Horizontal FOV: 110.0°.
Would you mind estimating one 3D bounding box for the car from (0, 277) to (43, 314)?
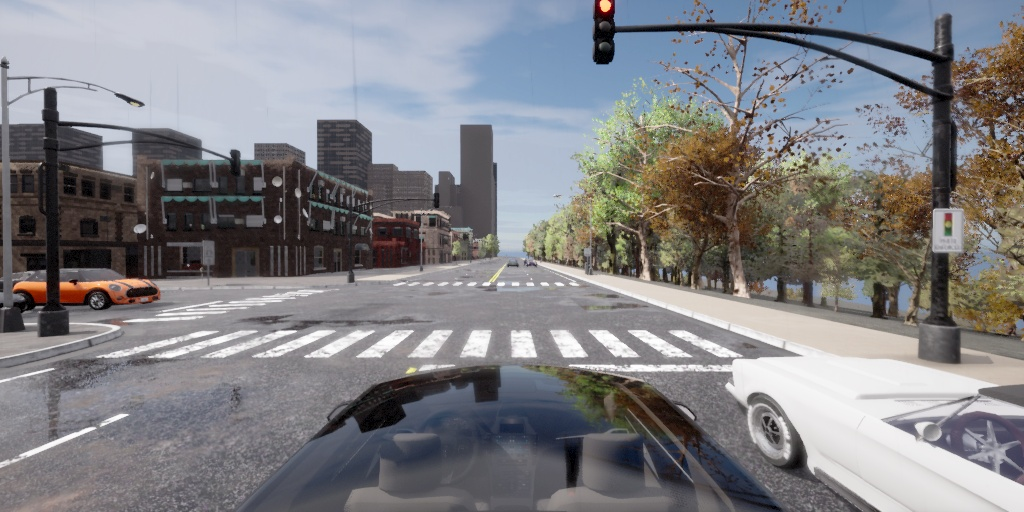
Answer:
[{"bbox_3d":[-19.936,1.565,12.562,4.313,1.339,1.948,0,0,0],"label":"car"}]

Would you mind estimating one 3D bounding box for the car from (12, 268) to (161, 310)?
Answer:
[{"bbox_3d":[-17.966,1.301,15.296,4.553,1.767,2.097,-1,1,-1],"label":"car"}]

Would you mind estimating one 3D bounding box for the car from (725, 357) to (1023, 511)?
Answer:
[{"bbox_3d":[3.350,1.351,1.913,1.895,1.301,4.718,0,0,0],"label":"car"}]

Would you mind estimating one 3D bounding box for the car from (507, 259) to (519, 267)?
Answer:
[{"bbox_3d":[0.158,1.290,63.420,1.994,1.385,4.181,0,0,1],"label":"car"}]

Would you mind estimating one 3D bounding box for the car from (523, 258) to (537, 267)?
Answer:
[{"bbox_3d":[3.420,1.327,63.698,1.895,1.301,4.718,0,0,0],"label":"car"}]
